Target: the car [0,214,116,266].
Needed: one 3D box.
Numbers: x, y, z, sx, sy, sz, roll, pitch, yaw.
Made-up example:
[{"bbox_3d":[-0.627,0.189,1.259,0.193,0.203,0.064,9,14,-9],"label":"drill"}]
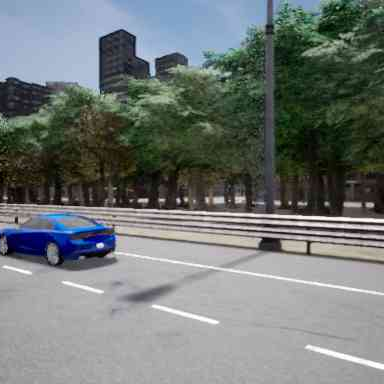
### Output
[{"bbox_3d":[-4.815,1.497,11.603,5.008,1.535,1.882,0,0,36],"label":"car"}]
